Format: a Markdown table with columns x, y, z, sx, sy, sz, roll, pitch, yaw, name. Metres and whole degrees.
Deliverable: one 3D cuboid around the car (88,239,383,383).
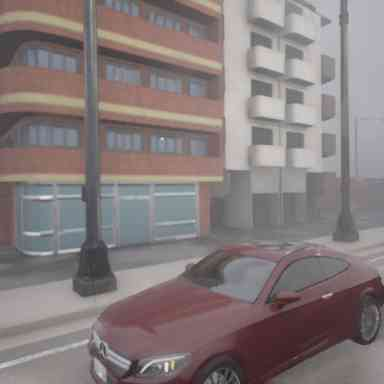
| x | y | z | sx | sy | sz | roll | pitch | yaw | name |
| --- | --- | --- | --- | --- | --- | --- | --- | --- | --- |
| 0.956 | 1.469 | 4.682 | 4.674 | 1.442 | 1.812 | -1 | 1 | -37 | car |
